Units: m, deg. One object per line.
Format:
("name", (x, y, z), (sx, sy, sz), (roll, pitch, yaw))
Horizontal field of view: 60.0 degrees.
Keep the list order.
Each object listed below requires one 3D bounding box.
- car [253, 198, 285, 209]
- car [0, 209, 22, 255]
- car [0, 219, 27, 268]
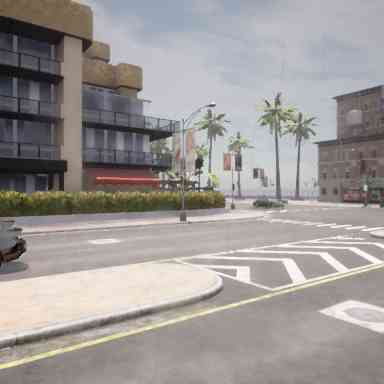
("car", (10.336, 1.525, 45.052), (1.812, 1.442, 4.674), (0, 0, -35))
("car", (-8.898, 1.492, 11.773), (4.902, 1.511, 2.128), (0, 0, -35))
("car", (-7.086, 1.492, 8.770), (4.902, 1.511, 2.128), (0, 0, -36))
